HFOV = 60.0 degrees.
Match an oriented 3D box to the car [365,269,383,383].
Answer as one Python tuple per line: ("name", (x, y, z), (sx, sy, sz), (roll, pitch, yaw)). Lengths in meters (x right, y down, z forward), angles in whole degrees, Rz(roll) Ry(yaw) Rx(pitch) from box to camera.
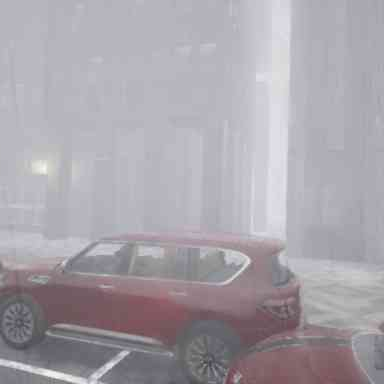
("car", (4.577, 1.913, 3.617), (4.507, 1.381, 1.887), (2, -3, 18))

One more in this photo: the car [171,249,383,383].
("car", (2.335, 1.563, 2.142), (4.553, 1.767, 2.097), (2, -3, 13))

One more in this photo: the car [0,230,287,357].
("car", (-0.766, 1.540, 5.389), (5.009, 1.841, 2.192), (2, -3, 18))
